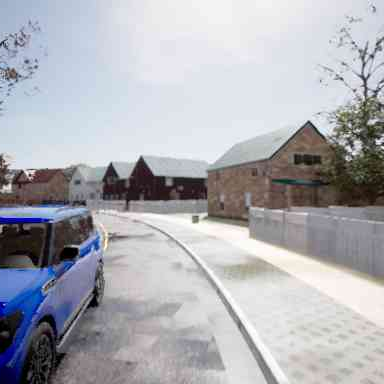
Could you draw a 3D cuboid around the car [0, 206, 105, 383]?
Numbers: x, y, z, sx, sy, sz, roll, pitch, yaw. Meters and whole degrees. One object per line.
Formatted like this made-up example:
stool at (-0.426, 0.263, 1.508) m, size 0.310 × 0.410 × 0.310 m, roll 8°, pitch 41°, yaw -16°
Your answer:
car at (-2.783, 1.279, 5.115) m, size 2.150 × 2.045 × 5.566 m, roll 0°, pitch -1°, yaw -5°
